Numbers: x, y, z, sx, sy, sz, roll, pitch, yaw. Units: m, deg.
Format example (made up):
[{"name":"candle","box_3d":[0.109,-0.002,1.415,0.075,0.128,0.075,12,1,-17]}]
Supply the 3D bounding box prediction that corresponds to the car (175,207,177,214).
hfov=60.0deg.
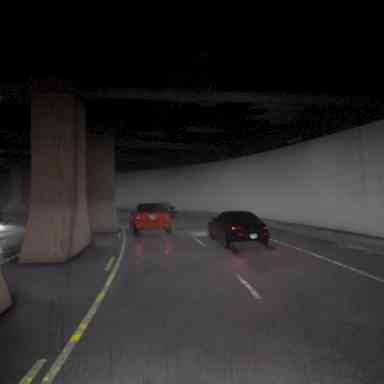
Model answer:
[{"name":"car","box_3d":[-3.239,1.669,32.244,2.033,1.411,5.357,0,0,-27]}]

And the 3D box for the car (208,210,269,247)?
[{"name":"car","box_3d":[2.014,1.567,15.256,1.812,1.442,4.674,0,0,-10]}]

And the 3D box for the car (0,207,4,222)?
[{"name":"car","box_3d":[-16.802,1.661,27.516,2.128,1.511,4.902,0,0,-33]}]

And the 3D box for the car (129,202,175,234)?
[{"name":"car","box_3d":[-2.627,1.430,20.097,2.097,1.767,4.553,0,0,-14]}]
